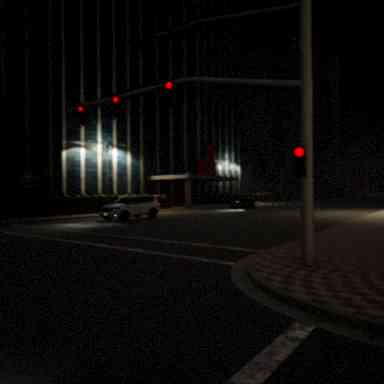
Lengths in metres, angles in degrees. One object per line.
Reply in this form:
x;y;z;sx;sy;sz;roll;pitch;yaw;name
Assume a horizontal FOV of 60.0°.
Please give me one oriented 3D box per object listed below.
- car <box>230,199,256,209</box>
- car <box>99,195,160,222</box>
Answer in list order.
6.770;1.569;44.085;1.994;1.385;4.181;-1;0;37;car
-5.101;1.306;28.017;2.150;2.045;5.566;-1;1;36;car
